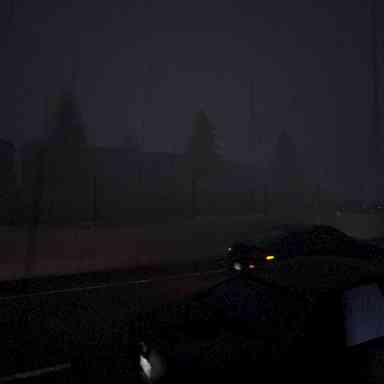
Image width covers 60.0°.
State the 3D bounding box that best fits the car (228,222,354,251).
[{"bbox_3d":[3.060,1.525,8.746,4.674,1.442,1.812,0,0,-29],"label":"car"}]

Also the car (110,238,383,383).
[{"bbox_3d":[1.819,1.547,4.044,5.357,1.411,2.033,0,0,-28],"label":"car"}]
